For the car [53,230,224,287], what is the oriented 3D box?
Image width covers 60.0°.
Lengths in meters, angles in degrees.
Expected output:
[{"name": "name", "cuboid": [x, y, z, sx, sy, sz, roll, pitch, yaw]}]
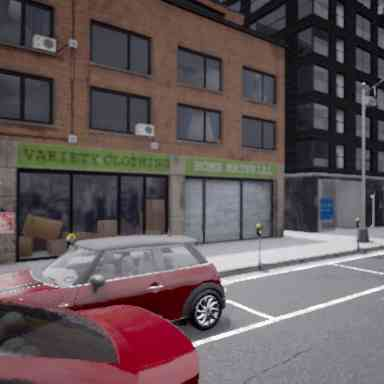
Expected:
[{"name": "car", "cuboid": [-1.477, 1.490, 5.415, 4.097, 1.590, 1.967, 1, -1, -34]}]

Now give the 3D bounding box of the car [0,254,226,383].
[{"name": "car", "cuboid": [-2.231, 1.481, 1.657, 5.008, 1.535, 1.882, 1, -1, -35]}]
